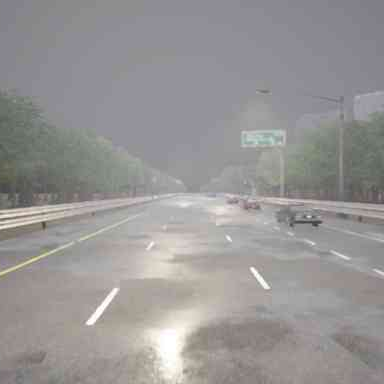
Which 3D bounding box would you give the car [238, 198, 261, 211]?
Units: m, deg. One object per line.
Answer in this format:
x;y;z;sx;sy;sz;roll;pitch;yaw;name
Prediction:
7.105;1.507;40.555;1.812;1.442;4.674;0;0;0;car

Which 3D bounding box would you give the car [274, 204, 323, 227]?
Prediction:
7.037;1.540;22.482;2.033;1.411;5.357;0;0;0;car

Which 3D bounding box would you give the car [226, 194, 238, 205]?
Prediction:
7.188;1.551;59.206;1.895;1.301;4.718;0;0;0;car
